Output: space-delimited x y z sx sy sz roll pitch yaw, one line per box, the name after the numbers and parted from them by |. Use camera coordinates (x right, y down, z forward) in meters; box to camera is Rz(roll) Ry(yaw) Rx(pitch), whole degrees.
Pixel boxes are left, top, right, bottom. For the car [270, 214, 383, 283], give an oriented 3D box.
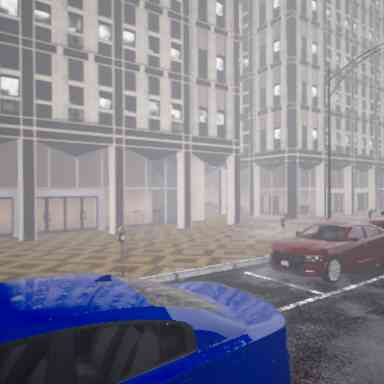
4.119 1.498 9.485 4.507 1.381 1.887 0 0 -35 | car

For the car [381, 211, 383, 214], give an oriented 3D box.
8.762 1.238 12.787 5.009 1.841 2.192 0 0 -35 | car

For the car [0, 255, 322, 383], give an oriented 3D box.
-1.416 1.477 2.369 5.008 1.535 1.882 0 0 -35 | car
